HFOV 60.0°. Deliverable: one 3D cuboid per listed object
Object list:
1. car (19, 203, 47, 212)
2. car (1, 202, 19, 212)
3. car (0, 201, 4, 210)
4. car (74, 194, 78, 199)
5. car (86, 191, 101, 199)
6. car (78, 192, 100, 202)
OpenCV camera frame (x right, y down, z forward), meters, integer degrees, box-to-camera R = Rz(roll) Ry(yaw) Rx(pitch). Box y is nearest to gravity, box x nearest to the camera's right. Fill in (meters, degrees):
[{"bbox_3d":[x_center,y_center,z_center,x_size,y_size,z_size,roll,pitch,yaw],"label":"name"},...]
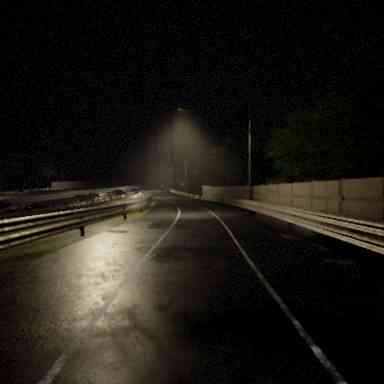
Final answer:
[{"bbox_3d":[-27.418,2.639,58.520,2.128,1.511,4.902,0,3,9],"label":"car"},{"bbox_3d":[-30.874,2.718,59.077,1.895,1.301,4.718,0,3,9],"label":"car"},{"bbox_3d":[-34.342,2.447,59.542,2.097,1.767,4.553,0,3,9],"label":"car"},{"bbox_3d":[-29.690,1.040,89.465,1.895,1.301,4.718,0,3,9],"label":"car"},{"bbox_3d":[-26.241,0.829,88.856,2.097,1.767,4.553,0,3,9],"label":"car"},{"bbox_3d":[-24.313,1.537,78.488,1.837,1.490,4.892,0,3,9],"label":"car"}]
